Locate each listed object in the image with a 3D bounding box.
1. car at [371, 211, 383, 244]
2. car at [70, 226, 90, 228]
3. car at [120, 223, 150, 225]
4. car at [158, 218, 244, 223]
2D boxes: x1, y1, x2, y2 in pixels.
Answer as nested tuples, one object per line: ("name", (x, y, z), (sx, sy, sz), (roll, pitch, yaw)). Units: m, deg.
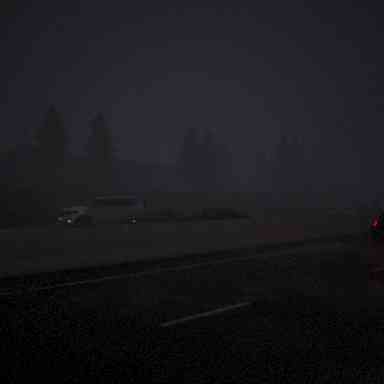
("car", (10.326, 1.492, 15.442), (4.553, 1.767, 2.097), (1, 0, -36))
("car", (-5.607, 1.285, 21.501), (5.566, 2.045, 2.150), (1, 0, -36))
("car", (-2.076, 1.643, 19.728), (4.181, 1.385, 1.994), (1, 0, -36))
("car", (0.983, 1.580, 17.612), (4.902, 1.511, 2.128), (1, 0, -36))
